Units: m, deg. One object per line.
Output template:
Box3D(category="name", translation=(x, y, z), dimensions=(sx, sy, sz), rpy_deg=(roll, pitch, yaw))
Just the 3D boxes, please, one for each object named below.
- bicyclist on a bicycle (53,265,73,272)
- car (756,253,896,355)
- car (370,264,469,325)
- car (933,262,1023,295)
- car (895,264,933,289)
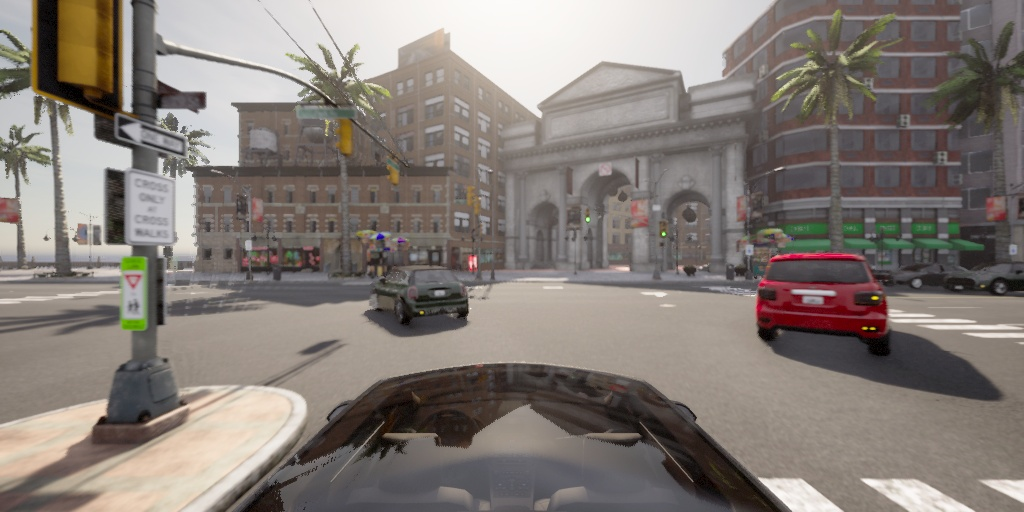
Box3D(category="bicyclist on a bicycle", translation=(-38.311, 1.092, 30.619), dimensions=(0.582, 1.620, 1.656), rpy_deg=(0, 0, 1))
Box3D(category="car", translation=(7.828, 0.971, 9.024), dimensions=(2.150, 2.045, 5.566), rpy_deg=(-2, -1, 44))
Box3D(category="car", translation=(-3.312, 1.111, 12.281), dimensions=(2.097, 1.767, 4.553), rpy_deg=(0, 0, -34))
Box3D(category="car", translation=(26.080, 1.097, 19.095), dimensions=(4.553, 1.767, 2.097), rpy_deg=(0, 0, 1))
Box3D(category="car", translation=(26.021, 1.252, 22.607), dimensions=(4.892, 1.490, 1.837), rpy_deg=(0, 0, 1))
